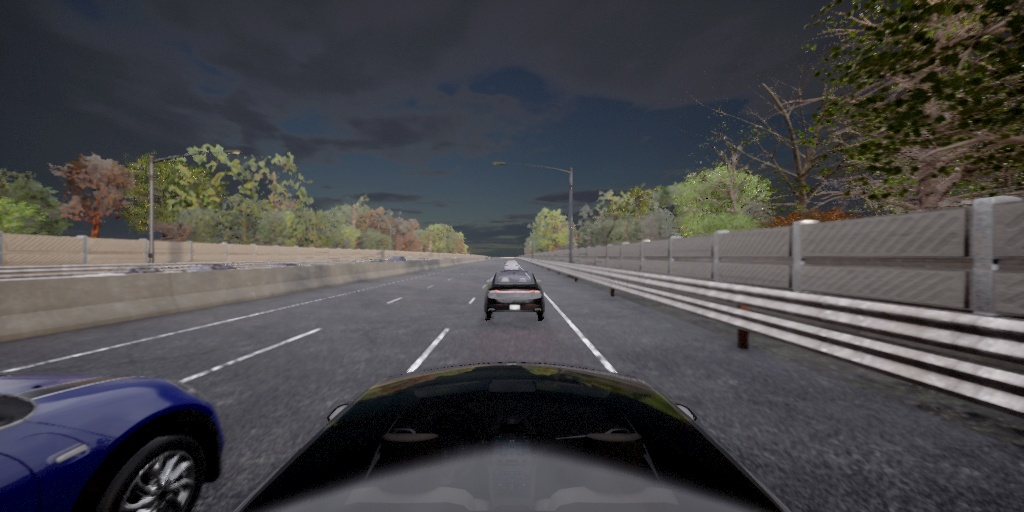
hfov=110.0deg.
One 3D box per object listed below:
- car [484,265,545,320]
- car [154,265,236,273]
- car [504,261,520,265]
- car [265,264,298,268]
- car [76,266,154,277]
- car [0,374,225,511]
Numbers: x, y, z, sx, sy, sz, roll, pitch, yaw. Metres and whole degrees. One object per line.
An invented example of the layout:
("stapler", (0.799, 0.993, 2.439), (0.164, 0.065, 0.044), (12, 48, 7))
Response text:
("car", (0.076, 1.244, 12.620), (2.128, 1.511, 4.902), (0, 0, 0))
("car", (-21.155, 1.304, 25.030), (2.033, 1.411, 5.357), (0, 0, 0))
("car", (-0.011, 1.284, 44.454), (1.812, 1.442, 4.674), (0, 0, 0))
("car", (-17.664, 1.304, 27.455), (2.033, 1.411, 5.357), (0, 0, 0))
("car", (-24.651, 1.358, 23.121), (1.895, 1.301, 4.718), (0, 0, 0))
("car", (-3.410, 1.104, 1.029), (2.097, 1.767, 4.553), (0, 0, 1))
